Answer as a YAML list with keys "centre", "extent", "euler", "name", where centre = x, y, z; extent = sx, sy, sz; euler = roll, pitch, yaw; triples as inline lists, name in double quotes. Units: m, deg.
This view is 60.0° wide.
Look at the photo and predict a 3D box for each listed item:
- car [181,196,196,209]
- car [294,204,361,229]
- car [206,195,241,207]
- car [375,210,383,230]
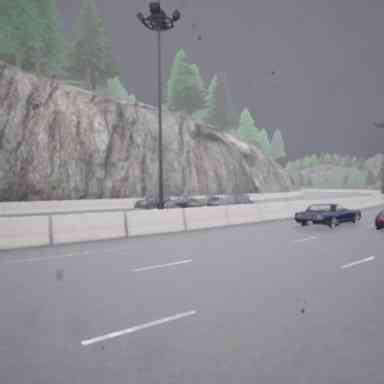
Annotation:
- centre: [1.600, 1.191, 32.660]
  extent: [4.892, 1.490, 1.837]
  euler: [-1, 1, -43]
  name: "car"
- centre: [8.005, 1.323, 19.310]
  extent: [4.718, 1.301, 1.895]
  euler: [-1, 1, -41]
  name: "car"
- centre: [3.529, 1.040, 29.683]
  extent: [4.553, 1.767, 2.097]
  euler: [-1, 1, -43]
  name: "car"
- centre: [11.427, 1.256, 17.702]
  extent: [4.181, 1.385, 1.994]
  euler: [-1, 1, -42]
  name: "car"
